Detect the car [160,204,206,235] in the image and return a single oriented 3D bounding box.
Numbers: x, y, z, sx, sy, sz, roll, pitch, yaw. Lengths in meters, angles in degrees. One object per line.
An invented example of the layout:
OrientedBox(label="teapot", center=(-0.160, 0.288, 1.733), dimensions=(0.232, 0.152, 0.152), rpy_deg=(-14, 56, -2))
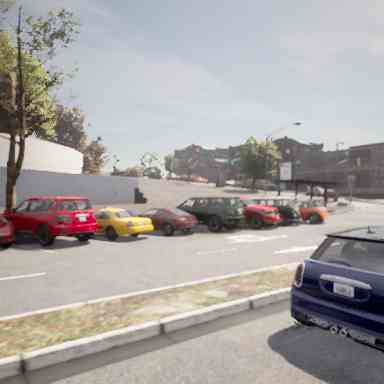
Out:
OrientedBox(label="car", center=(-1.849, 1.572, 18.861), dimensions=(4.674, 1.452, 2.002), rpy_deg=(-1, -1, 35))

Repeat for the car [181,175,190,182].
OrientedBox(label="car", center=(0.424, -3.560, 86.221), dimensions=(2.435, 2.045, 5.566), rpy_deg=(7, 3, 34))

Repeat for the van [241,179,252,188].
OrientedBox(label="van", center=(12.530, -1.626, 68.938), dimensions=(1.878, 1.987, 4.442), rpy_deg=(7, 3, 35))

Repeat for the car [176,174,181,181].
OrientedBox(label="car", center=(-1.371, -3.712, 88.686), dimensions=(2.185, 1.767, 4.553), rpy_deg=(6, 3, 34))

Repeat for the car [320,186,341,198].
OrientedBox(label="car", center=(22.920, 0.274, 54.247), dimensions=(2.002, 1.452, 4.674), rpy_deg=(7, 3, 35))

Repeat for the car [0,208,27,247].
OrientedBox(label="car", center=(-9.218, 1.522, 13.658), dimensions=(4.792, 1.488, 2.163), rpy_deg=(-1, -1, 35))

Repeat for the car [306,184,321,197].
OrientedBox(label="car", center=(21.230, -0.288, 56.720), dimensions=(2.435, 2.045, 5.566), rpy_deg=(7, 3, 35))

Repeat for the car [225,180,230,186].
OrientedBox(label="car", center=(9.123, -1.905, 73.989), dimensions=(2.002, 1.452, 4.674), rpy_deg=(7, 3, 35))

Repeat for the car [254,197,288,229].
OrientedBox(label="car", center=(3.091, 1.307, 22.326), dimensions=(5.566, 2.045, 2.435), rpy_deg=(-1, -1, 35))

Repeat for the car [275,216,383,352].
OrientedBox(label="car", center=(3.842, 1.382, 5.864), dimensions=(4.553, 1.767, 2.097), rpy_deg=(0, 0, -35))

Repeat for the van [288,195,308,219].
OrientedBox(label="van", center=(5.629, 1.346, 23.996), dimensions=(4.442, 1.987, 1.878), rpy_deg=(-1, -1, 35))

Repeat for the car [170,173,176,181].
OrientedBox(label="car", center=(-3.101, -3.946, 91.156), dimensions=(2.185, 1.767, 4.553), rpy_deg=(4, 1, 33))

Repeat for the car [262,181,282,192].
OrientedBox(label="car", center=(16.018, -0.854, 64.105), dimensions=(2.231, 1.521, 4.892), rpy_deg=(7, 3, 35))

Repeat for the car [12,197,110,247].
OrientedBox(label="car", center=(-6.774, 1.254, 15.405), dimensions=(5.566, 2.045, 2.435), rpy_deg=(-1, -1, 35))

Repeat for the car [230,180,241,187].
OrientedBox(label="car", center=(10.954, -1.673, 71.669), dimensions=(1.946, 1.575, 5.366), rpy_deg=(7, 3, 35))

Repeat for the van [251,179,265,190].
OrientedBox(label="van", center=(14.259, -1.353, 66.467), dimensions=(1.878, 1.987, 4.442), rpy_deg=(7, 3, 35))

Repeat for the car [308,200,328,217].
OrientedBox(label="car", center=(8.037, 1.460, 25.747), dimensions=(4.553, 1.767, 2.185), rpy_deg=(-1, -1, 35))

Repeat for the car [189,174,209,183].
OrientedBox(label="car", center=(2.274, -3.037, 83.961), dimensions=(1.946, 1.575, 5.366), rpy_deg=(7, 3, 34))

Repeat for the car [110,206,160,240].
OrientedBox(label="car", center=(-4.455, 1.518, 17.232), dimensions=(5.366, 1.575, 1.946), rpy_deg=(-1, -1, 35))

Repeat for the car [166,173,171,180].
OrientedBox(label="car", center=(-4.873, -4.224, 93.504), dimensions=(2.435, 2.045, 5.566), rpy_deg=(1, -2, 34))

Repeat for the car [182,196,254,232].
OrientedBox(label="car", center=(0.578, 1.294, 20.620), dimensions=(5.566, 2.045, 2.435), rpy_deg=(-1, -1, 35))
